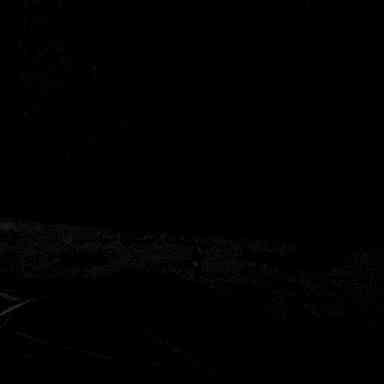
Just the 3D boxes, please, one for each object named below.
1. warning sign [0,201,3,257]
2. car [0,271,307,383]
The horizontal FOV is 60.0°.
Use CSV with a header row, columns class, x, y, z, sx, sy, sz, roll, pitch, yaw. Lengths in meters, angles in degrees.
class,x,y,z,sx,sy,sz,roll,pitch,yaw
warning sign,-7.139,1.231,10.881,1.060,1.860,1.300,-1,0,35
car,-0.974,1.593,3.659,4.313,1.339,1.947,-1,-1,35
